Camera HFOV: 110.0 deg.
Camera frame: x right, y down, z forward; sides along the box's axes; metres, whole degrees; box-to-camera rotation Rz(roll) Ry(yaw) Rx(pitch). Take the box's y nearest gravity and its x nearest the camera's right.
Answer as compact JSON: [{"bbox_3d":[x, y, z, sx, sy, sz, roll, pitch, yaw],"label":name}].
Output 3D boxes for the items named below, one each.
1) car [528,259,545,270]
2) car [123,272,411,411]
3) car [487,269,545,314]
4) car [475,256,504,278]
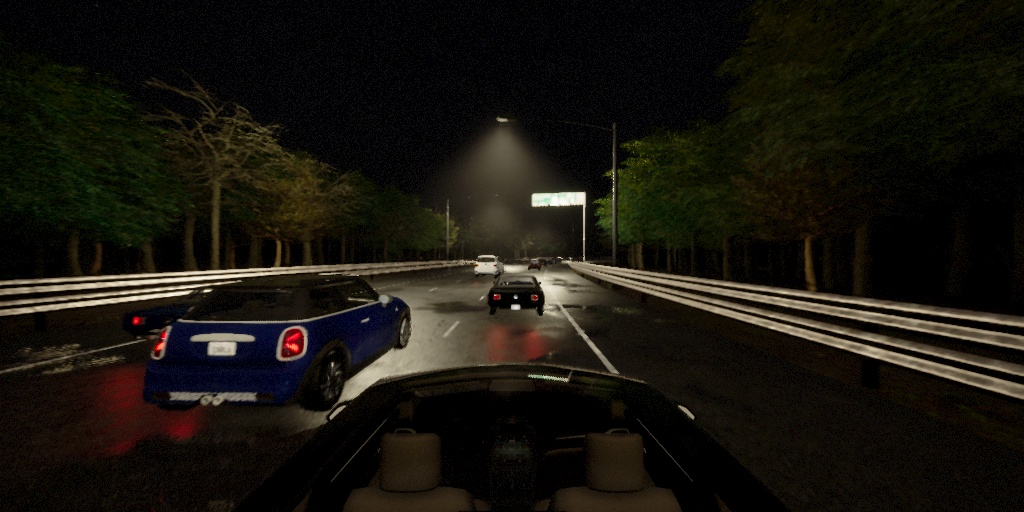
[{"bbox_3d":[3.458,1.353,53.935,2.033,1.411,5.357,0,0,7],"label":"car"},{"bbox_3d":[-3.344,1.101,6.296,2.097,1.767,4.553,0,0,1],"label":"car"},{"bbox_3d":[0.198,1.367,13.794,1.895,1.301,4.718,0,0,2],"label":"car"},{"bbox_3d":[-2.097,1.004,34.106,2.150,2.045,5.566,0,0,5],"label":"car"}]
